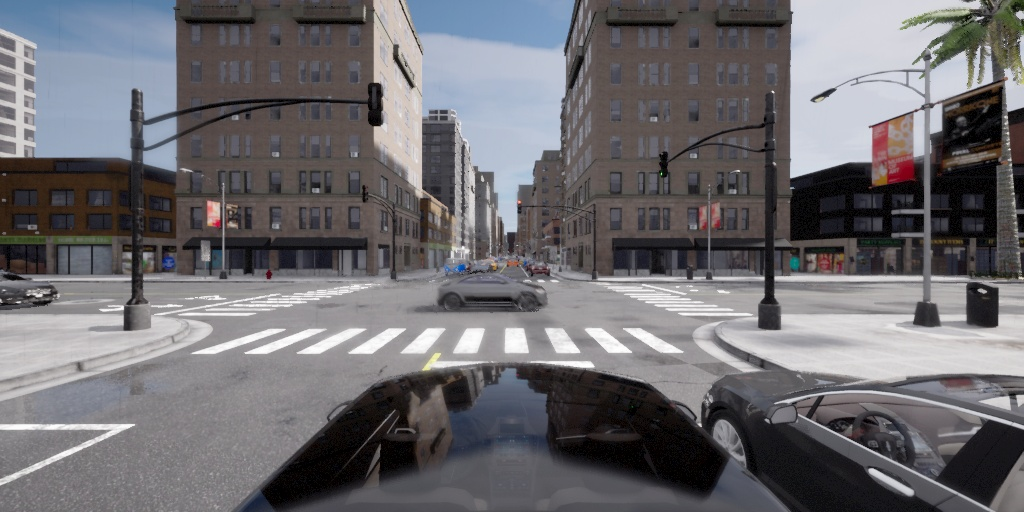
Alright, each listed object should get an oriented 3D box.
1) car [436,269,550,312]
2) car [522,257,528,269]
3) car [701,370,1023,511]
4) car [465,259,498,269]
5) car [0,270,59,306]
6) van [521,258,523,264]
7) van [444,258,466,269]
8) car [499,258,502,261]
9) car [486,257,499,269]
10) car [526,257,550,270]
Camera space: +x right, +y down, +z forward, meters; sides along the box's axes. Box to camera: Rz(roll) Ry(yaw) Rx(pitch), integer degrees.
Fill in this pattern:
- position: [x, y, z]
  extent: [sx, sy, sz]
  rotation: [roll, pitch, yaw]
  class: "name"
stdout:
- position: [-0.749, 1.317, 13.696]
  extent: [4.181, 1.385, 1.994]
  rotation: [0, 0, 0]
  class: "car"
- position: [2.771, 1.193, 47.737]
  extent: [1.967, 1.591, 4.097]
  rotation: [0, 0, 0]
  class: "car"
- position: [2.668, 1.300, 1.749]
  extent: [2.007, 1.370, 4.403]
  rotation: [0, 0, 0]
  class: "car"
- position: [-2.997, 1.300, 36.608]
  extent: [2.033, 1.411, 5.357]
  rotation: [0, 0, 4]
  class: "car"
- position: [-20.314, 1.227, 13.556]
  extent: [4.892, 1.490, 1.837]
  rotation: [1, 0, 0]
  class: "car"
- position: [2.799, 1.094, 59.076]
  extent: [1.690, 1.789, 3.998]
  rotation: [0, 0, 0]
  class: "van"
- position: [-5.782, 1.093, 36.418]
  extent: [1.690, 1.789, 3.998]
  rotation: [0, 0, 0]
  class: "van"
- position: [-2.968, 1.354, 56.228]
  extent: [1.895, 1.301, 4.718]
  rotation: [0, 0, 0]
  class: "car"
- position: [-3.001, 1.231, 46.309]
  extent: [1.882, 1.535, 5.008]
  rotation: [0, 0, 0]
  class: "car"
- position: [2.743, 1.192, 36.399]
  extent: [1.967, 1.591, 4.097]
  rotation: [0, 0, 0]
  class: "car"
